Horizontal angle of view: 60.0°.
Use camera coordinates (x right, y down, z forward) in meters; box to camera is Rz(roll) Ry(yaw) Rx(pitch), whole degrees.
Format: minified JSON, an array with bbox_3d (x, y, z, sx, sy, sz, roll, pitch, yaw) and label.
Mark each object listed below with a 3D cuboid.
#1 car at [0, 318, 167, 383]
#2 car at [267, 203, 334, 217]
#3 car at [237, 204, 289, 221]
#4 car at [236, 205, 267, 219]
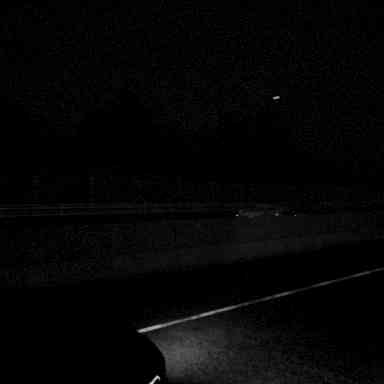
[{"bbox_3d":[-2.331,1.518,2.081,4.674,1.442,1.812,1,0,-36],"label":"car"},{"bbox_3d":[7.520,1.534,22.259,4.553,1.767,2.097,1,0,-36],"label":"car"},{"bbox_3d":[6.479,1.820,30.117,4.718,1.301,1.895,1,0,-36],"label":"car"},{"bbox_3d":[5.396,1.707,25.044,4.674,1.442,1.812,1,0,-36],"label":"car"}]
